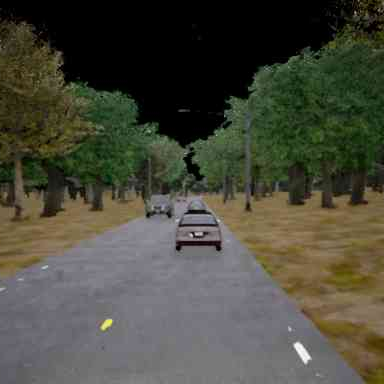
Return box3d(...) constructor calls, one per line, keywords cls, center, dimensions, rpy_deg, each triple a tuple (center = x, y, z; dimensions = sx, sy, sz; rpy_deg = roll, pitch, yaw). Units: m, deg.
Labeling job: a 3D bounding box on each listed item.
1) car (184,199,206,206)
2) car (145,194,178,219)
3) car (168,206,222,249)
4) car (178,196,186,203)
box3d(cls="car", center=(0.499, 1.589, 35.324), dimensions=(1.994, 1.385, 4.181), rpy_deg=(0, 0, 1))
box3d(cls="car", center=(-2.760, 1.238, 29.709), dimensions=(2.150, 2.045, 5.566), rpy_deg=(0, 0, 1))
box3d(cls="car", center=(0.260, 1.550, 14.436), dimensions=(2.033, 1.411, 5.357), rpy_deg=(0, 0, 0))
box3d(cls="car", center=(-2.181, 1.609, 71.149), dimensions=(1.837, 1.490, 4.892), rpy_deg=(0, 0, 1))
